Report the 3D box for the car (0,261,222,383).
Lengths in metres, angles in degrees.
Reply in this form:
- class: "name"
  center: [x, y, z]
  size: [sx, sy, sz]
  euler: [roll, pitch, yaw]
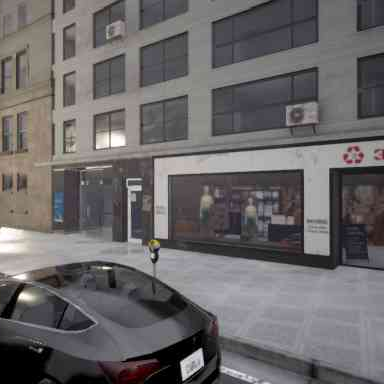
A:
- class: "car"
  center: [-1.684, 1.566, 4.176]
  size: [4.313, 1.339, 1.947]
  euler: [0, 0, 36]
